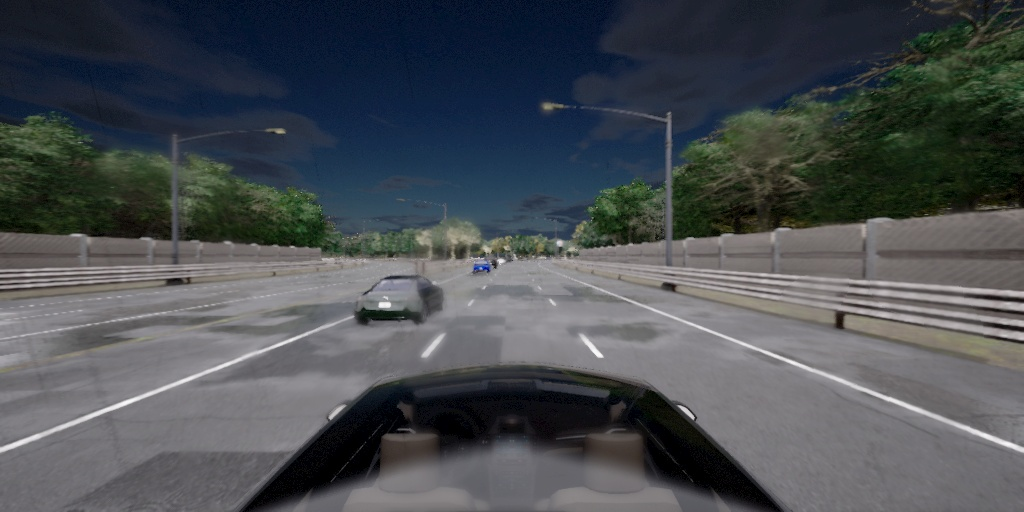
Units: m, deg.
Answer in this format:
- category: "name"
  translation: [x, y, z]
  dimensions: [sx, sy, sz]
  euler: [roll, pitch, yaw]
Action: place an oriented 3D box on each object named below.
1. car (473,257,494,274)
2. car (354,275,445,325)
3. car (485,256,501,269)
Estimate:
- category: "car"
  translation: [-3.481, 1.238, 42.475]
  dimensions: [1.882, 1.535, 5.008]
  euler: [0, 0, 0]
- category: "car"
  translation: [-3.495, 1.315, 11.868]
  dimensions: [1.994, 1.385, 4.181]
  euler: [0, 0, 0]
- category: "car"
  translation: [-3.451, 0.992, 58.653]
  dimensions: [2.150, 2.045, 5.566]
  euler: [0, 0, 0]
